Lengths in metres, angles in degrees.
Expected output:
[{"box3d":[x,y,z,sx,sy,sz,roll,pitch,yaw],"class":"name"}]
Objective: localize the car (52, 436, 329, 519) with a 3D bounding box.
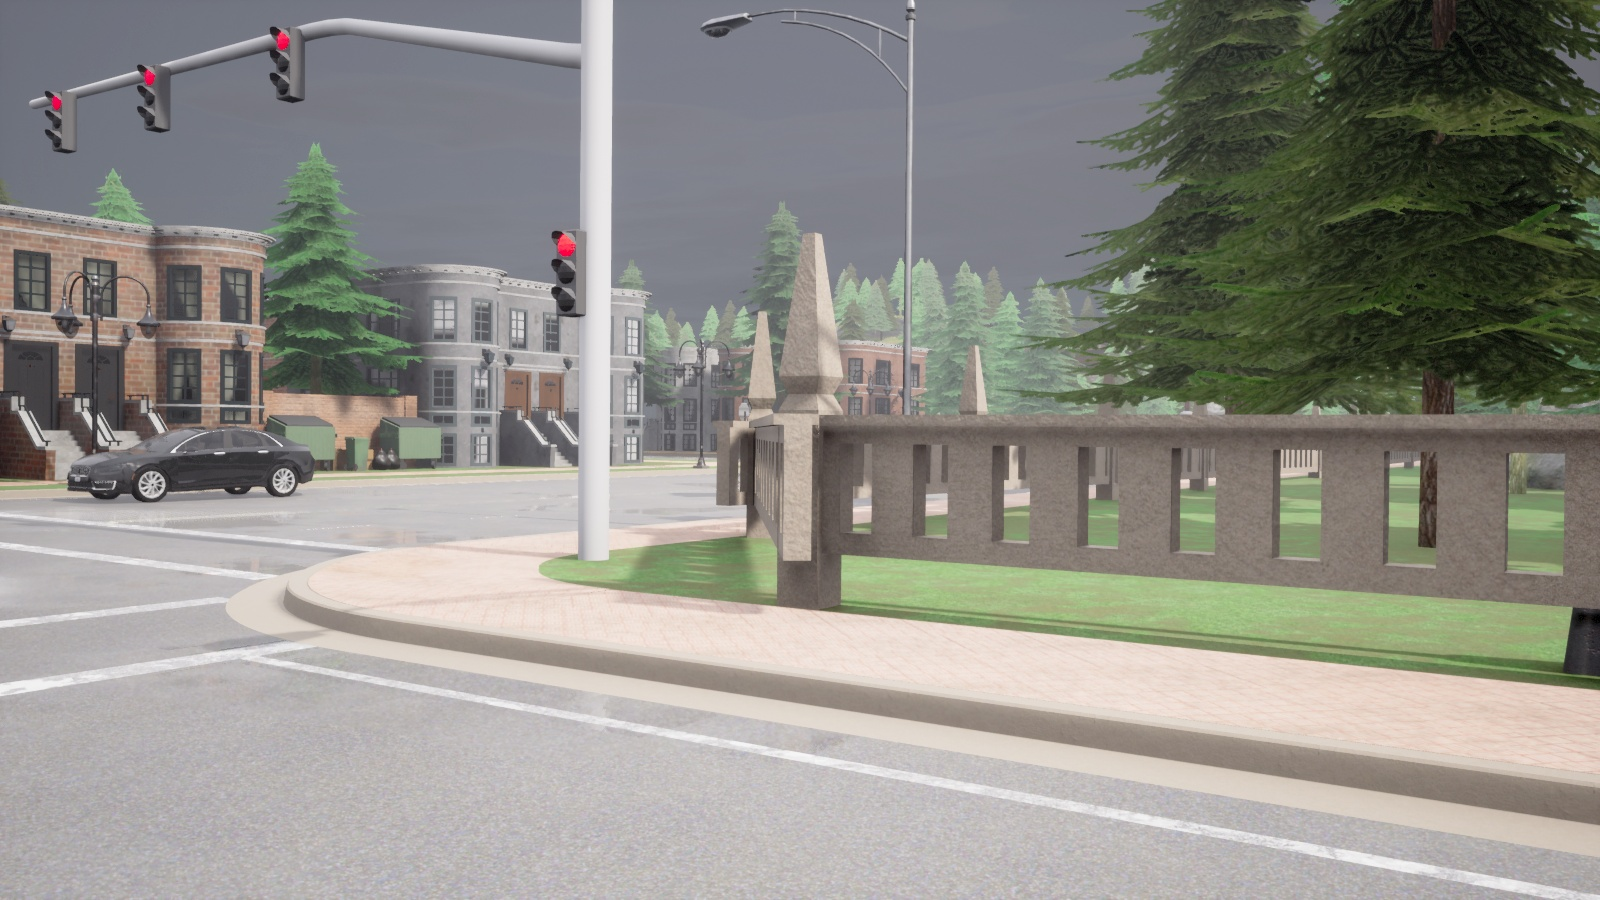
[{"box3d":[-12.506,0.491,26.113,1.837,1.490,4.892,0,2,34],"class":"car"}]
